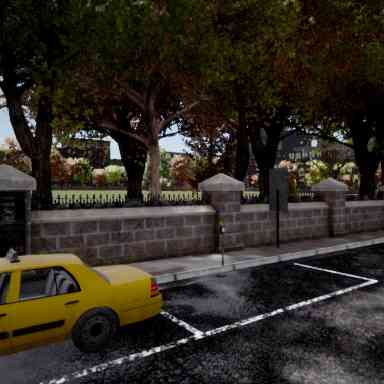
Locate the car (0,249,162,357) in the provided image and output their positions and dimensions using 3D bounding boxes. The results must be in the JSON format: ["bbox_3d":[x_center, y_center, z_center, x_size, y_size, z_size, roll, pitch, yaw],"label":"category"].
[{"bbox_3d":[-2.768,1.525,4.585,4.829,1.417,1.752,0,0,-35],"label":"car"}]
